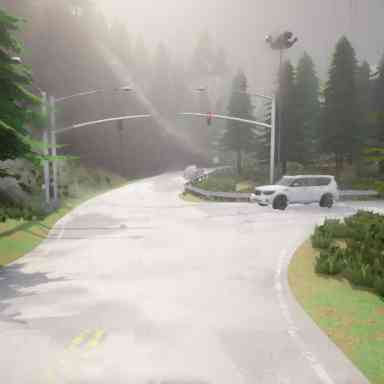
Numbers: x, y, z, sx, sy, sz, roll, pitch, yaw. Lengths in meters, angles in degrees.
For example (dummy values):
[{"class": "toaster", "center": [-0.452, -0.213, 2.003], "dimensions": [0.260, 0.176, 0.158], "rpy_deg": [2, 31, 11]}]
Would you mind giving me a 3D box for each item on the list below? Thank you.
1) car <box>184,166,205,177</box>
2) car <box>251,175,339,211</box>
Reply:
[{"class": "car", "center": [0.290, -2.871, 45.541], "dimensions": [1.812, 1.442, 4.674], "rpy_deg": [1, 10, 19]}, {"class": "car", "center": [6.508, -0.037, 20.837], "dimensions": [5.566, 2.045, 2.150], "rpy_deg": [-1, 5, -18]}]
